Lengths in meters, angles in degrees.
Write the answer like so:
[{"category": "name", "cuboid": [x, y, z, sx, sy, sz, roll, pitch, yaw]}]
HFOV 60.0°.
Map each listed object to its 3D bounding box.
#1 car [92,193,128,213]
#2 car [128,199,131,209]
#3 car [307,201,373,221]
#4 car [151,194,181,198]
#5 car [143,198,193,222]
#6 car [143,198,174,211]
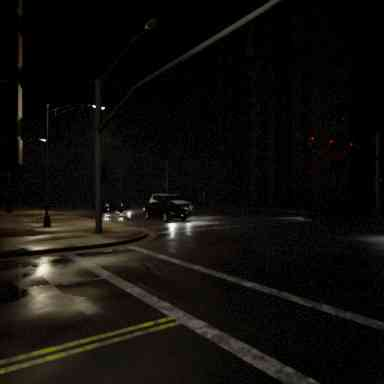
[{"category": "car", "cuboid": [-9.165, 1.338, 36.273, 2.097, 1.767, 4.553, 0, 0, -36]}, {"category": "car", "cuboid": [-9.889, 1.206, 43.240, 2.150, 2.045, 5.566, 0, 0, -35]}, {"category": "car", "cuboid": [11.977, 1.480, 27.079, 4.892, 1.490, 1.837, 0, 3, 18]}, {"category": "car", "cuboid": [-2.187, 1.204, 32.644, 2.150, 2.045, 5.566, 0, 0, -36]}, {"category": "car", "cuboid": [-2.175, 1.491, 26.687, 1.837, 1.490, 4.892, 0, 0, -36]}, {"category": "car", "cuboid": [-4.254, 1.504, 41.684, 1.812, 1.442, 4.674, 0, 0, -36]}]
